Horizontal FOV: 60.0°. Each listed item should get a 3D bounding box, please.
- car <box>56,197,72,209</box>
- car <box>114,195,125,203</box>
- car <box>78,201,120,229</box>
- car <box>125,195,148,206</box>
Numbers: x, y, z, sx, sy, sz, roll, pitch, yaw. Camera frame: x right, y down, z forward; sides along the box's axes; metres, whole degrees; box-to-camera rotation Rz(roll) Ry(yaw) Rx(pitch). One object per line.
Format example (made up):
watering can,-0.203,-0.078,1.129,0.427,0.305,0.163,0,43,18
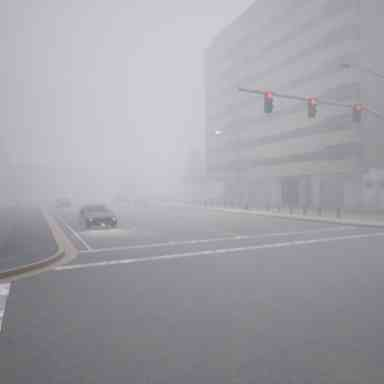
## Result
car,-17.572,1.458,45.480,2.033,1.411,5.357,-1,0,-25
car,-12.515,1.214,59.395,1.882,1.535,5.008,-1,0,-25
car,-6.298,1.500,21.703,2.033,1.411,5.357,-1,1,-25
car,-8.165,1.229,50.375,1.882,1.535,5.008,-1,0,-25
